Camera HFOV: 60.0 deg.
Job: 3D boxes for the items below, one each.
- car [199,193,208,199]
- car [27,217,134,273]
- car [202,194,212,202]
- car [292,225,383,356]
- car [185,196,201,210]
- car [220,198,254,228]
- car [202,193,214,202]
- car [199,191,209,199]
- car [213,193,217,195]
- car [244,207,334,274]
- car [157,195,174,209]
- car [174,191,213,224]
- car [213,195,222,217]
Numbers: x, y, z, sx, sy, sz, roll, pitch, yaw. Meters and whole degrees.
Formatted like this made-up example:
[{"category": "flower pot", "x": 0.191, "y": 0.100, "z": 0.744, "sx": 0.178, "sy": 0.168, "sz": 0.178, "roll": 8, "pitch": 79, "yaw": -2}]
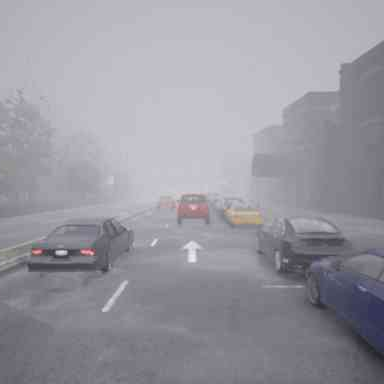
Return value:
[{"category": "car", "x": 3.133, "y": 1.111, "z": 93.275, "sx": 2.231, "sy": 1.521, "sz": 4.892, "roll": 0, "pitch": 0, "yaw": 0}, {"category": "car", "x": -3.154, "y": 1.505, "z": 10.530, "sx": 2.033, "sy": 1.411, "sz": 5.357, "roll": 0, "pitch": 0, "yaw": 0}, {"category": "car", "x": 3.161, "y": 1.193, "z": 71.492, "sx": 1.946, "sy": 1.575, "sz": 5.366, "roll": 0, "pitch": 0, "yaw": 0}, {"category": "car", "x": 3.224, "y": 1.500, "z": 4.877, "sx": 2.002, "sy": 1.452, "sz": 4.674, "roll": 0, "pitch": 0, "yaw": 0}, {"category": "car", "x": 0.072, "y": 1.310, "z": 42.191, "sx": 1.882, "sy": 1.535, "sz": 5.008, "roll": 0, "pitch": 0, "yaw": 0}, {"category": "car", "x": 3.215, "y": 1.391, "z": 21.639, "sx": 1.946, "sy": 1.575, "sz": 5.366, "roll": 0, "pitch": 0, "yaw": 0}, {"category": "car", "x": 3.168, "y": 1.093, "z": 65.750, "sx": 2.185, "sy": 1.767, "sz": 4.553, "roll": 0, "pitch": 0, "yaw": 0}, {"category": "car", "x": 3.140, "y": 0.881, "z": 87.784, "sx": 2.435, "sy": 2.045, "sz": 5.566, "roll": 0, "pitch": 0, "yaw": 0}, {"category": "car", "x": 3.191, "y": 1.286, "z": 49.076, "sx": 2.231, "sy": 1.521, "sz": 4.892, "roll": 0, "pitch": 0, "yaw": 0}, {"category": "car", "x": 3.220, "y": 1.439, "z": 10.398, "sx": 2.231, "sy": 1.521, "sz": 4.892, "roll": 0, "pitch": 0, "yaw": 0}, {"category": "car", "x": -3.177, "y": 1.186, "z": 41.669, "sx": 2.097, "sy": 1.767, "sz": 4.553, "roll": 0, "pitch": 0, "yaw": 0}, {"category": "car", "x": 0.091, "y": 1.128, "z": 23.903, "sx": 2.150, "sy": 2.045, "sz": 5.566, "roll": 0, "pitch": 0, "yaw": 0}, {"category": "car", "x": 3.211, "y": 1.347, "z": 32.692, "sx": 1.946, "sy": 1.575, "sz": 5.366, "roll": 0, "pitch": 0, "yaw": 0}]
